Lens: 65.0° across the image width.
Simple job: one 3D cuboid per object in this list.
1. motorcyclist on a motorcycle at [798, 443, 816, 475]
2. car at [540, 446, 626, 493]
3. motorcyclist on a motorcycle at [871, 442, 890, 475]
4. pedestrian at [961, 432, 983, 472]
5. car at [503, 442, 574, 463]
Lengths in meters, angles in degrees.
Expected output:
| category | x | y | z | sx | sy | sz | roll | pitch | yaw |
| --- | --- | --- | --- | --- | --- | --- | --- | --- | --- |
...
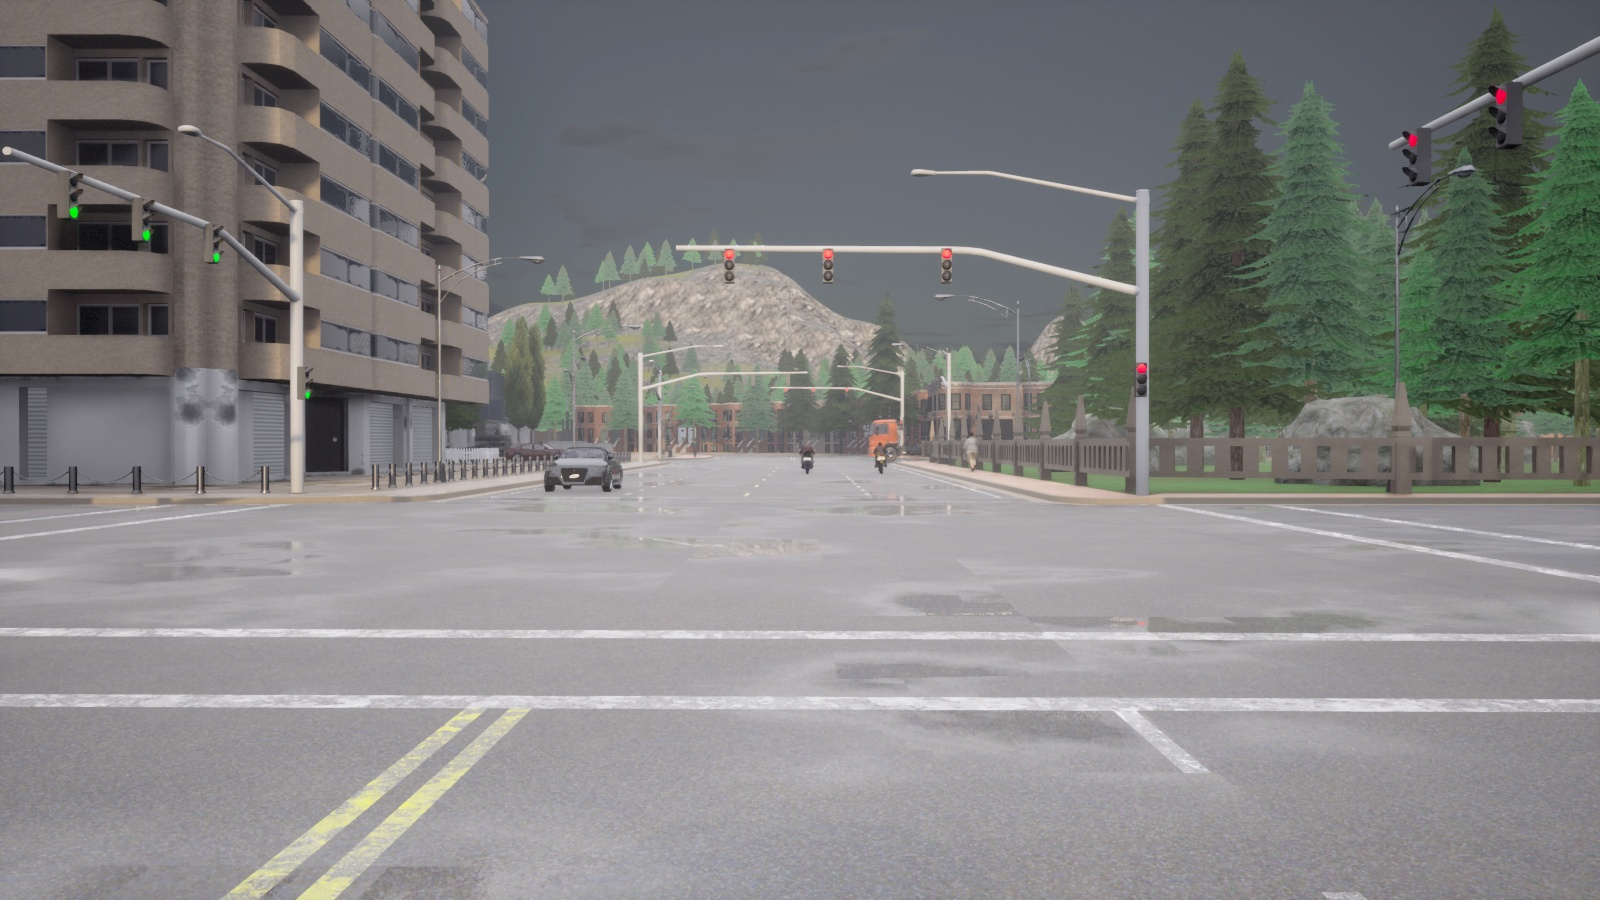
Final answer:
| category | x | y | z | sx | sy | sz | roll | pitch | yaw |
| --- | --- | --- | --- | --- | --- | --- | --- | --- | --- |
| motorcyclist on a motorcycle | 0.353 | 0.435 | 61.379 | 0.866 | 1.530 | 2.191 | 0 | 0 | 0 |
| car | -6.774 | 0.582 | 39.592 | 1.994 | 1.385 | 4.181 | 0 | 0 | 0 |
| motorcyclist on a motorcycle | 3.847 | 0.392 | 60.265 | 0.797 | 1.523 | 2.044 | 0 | 0 | 0 |
| pedestrian | 7.878 | 0.087 | 57.446 | 0.874 | 1.855 | 0.900 | 0 | 0 | 0 |
| car | -19.808 | 0.170 | 95.341 | 5.008 | 1.535 | 1.882 | 0 | 0 | 0 |
